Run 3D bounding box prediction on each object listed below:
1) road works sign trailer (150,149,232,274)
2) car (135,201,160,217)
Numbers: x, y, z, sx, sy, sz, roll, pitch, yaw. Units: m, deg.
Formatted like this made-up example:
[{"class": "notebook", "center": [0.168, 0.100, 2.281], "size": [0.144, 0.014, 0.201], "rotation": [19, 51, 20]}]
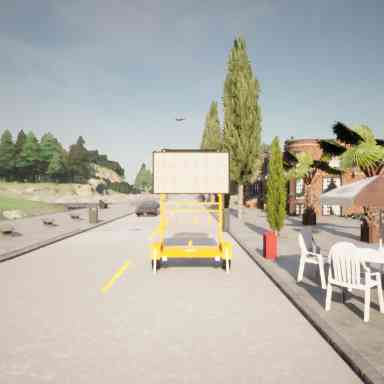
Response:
[{"class": "road works sign trailer", "center": [-0.026, 0.464, 10.507], "size": [2.380, 3.560, 2.880], "rotation": [0, 0, 0]}, {"class": "car", "center": [-4.078, 1.547, 31.603], "size": [2.033, 1.411, 5.357], "rotation": [0, 0, 0]}]
